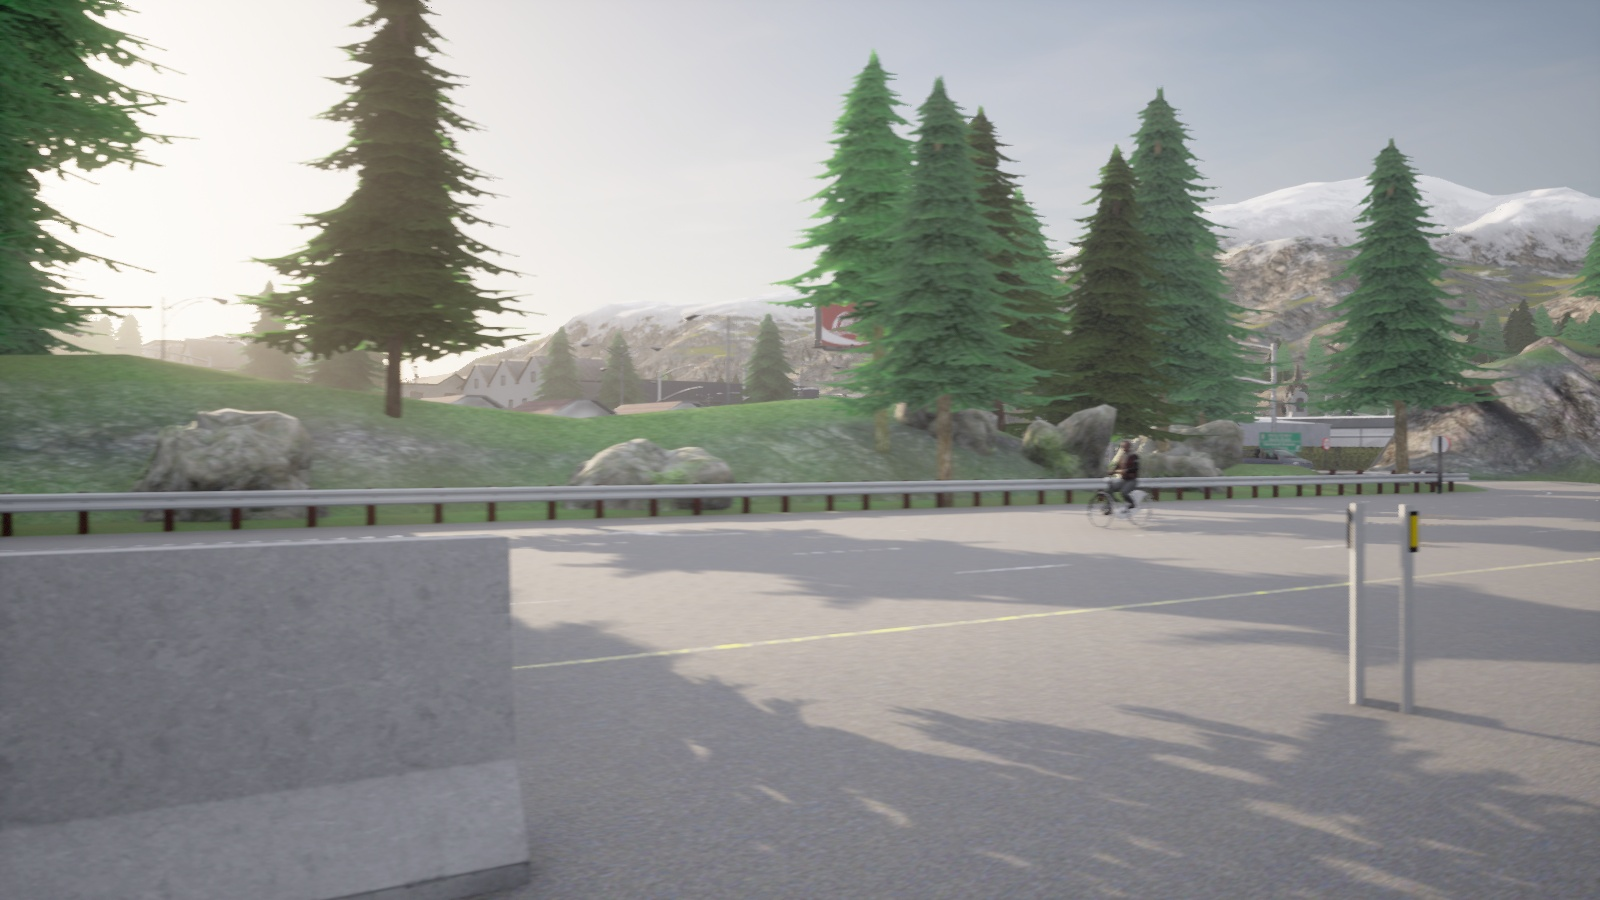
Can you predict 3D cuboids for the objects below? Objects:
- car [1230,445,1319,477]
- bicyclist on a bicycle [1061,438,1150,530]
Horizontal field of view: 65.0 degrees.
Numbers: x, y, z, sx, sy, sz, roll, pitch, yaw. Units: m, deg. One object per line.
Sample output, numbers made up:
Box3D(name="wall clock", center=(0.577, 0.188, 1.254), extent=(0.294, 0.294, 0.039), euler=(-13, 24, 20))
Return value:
Box3D(name="car", center=(24.749, 0.561, 65.645), extent=(1.851, 1.617, 3.988), euler=(0, 0, -35))
Box3D(name="bicyclist on a bicycle", center=(6.084, 0.665, 24.949), extent=(1.843, 1.776, 0.659), euler=(0, 0, -35))
